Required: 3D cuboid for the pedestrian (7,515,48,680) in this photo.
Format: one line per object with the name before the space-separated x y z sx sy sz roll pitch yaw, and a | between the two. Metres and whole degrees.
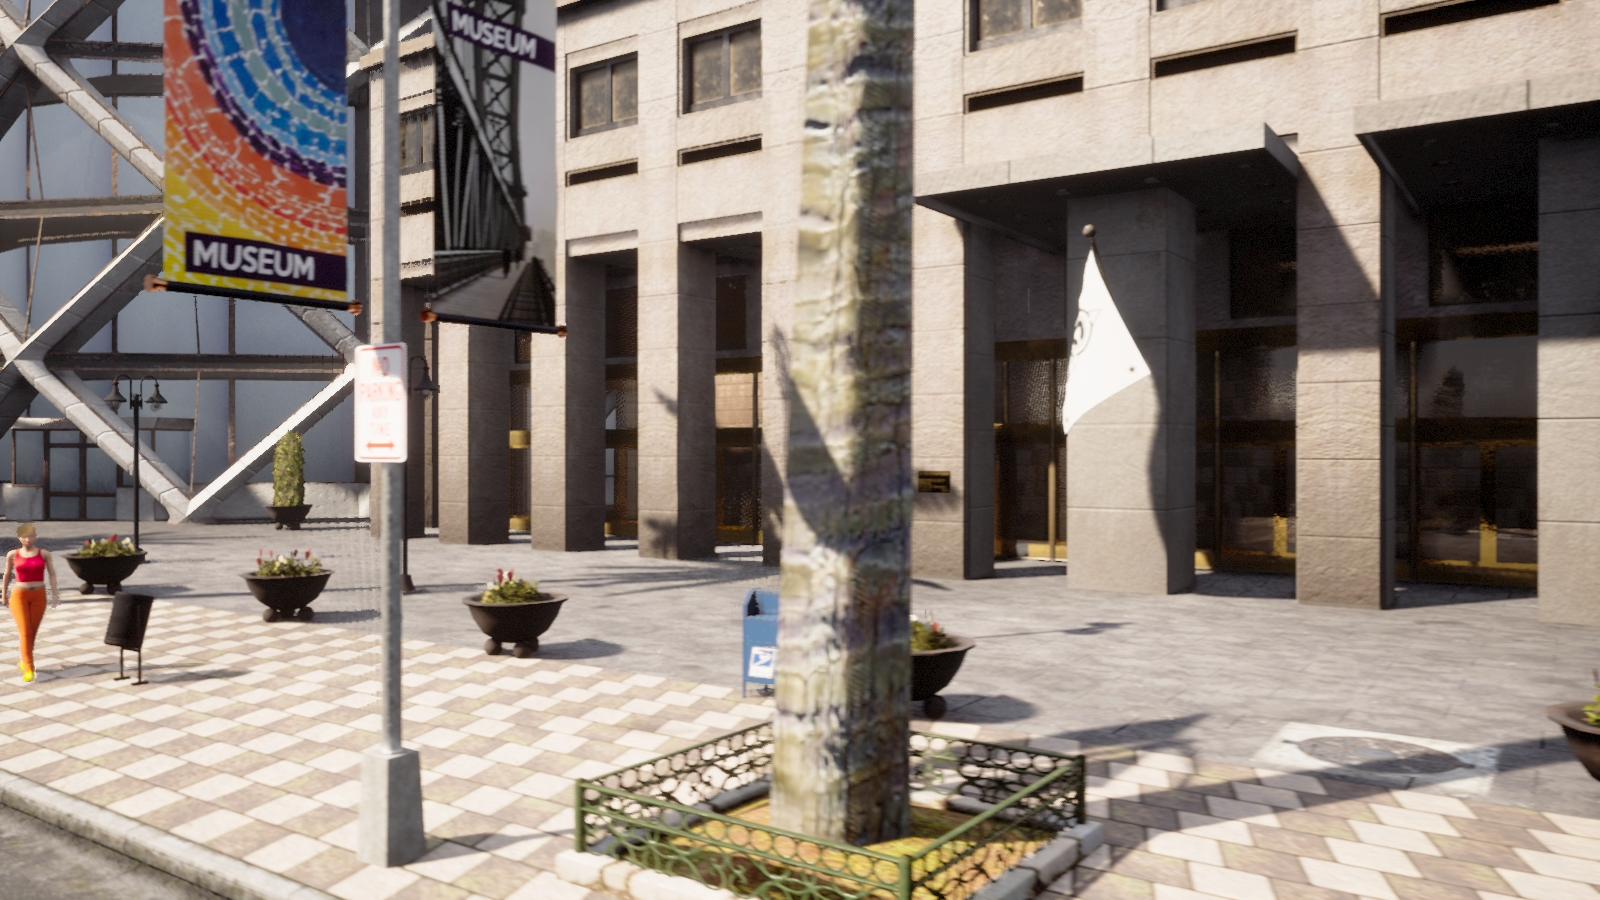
pedestrian | -9.020 1.698 13.344 0.375 1.860 0.375 0 0 -37
